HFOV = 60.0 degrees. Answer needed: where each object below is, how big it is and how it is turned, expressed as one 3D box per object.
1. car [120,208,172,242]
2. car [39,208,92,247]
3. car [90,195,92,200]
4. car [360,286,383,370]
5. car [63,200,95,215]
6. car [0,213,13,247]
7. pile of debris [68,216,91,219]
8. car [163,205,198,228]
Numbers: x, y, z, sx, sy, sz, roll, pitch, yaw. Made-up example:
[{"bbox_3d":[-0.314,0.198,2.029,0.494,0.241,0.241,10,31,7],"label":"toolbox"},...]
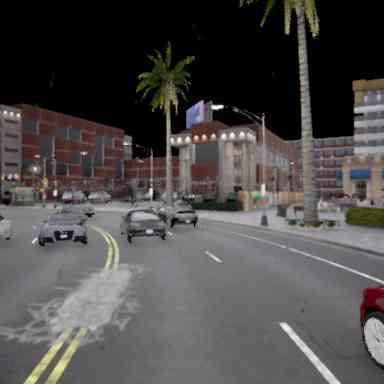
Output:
[{"bbox_3d":[-2.618,1.641,17.215,1.812,1.442,4.674,0,0,-18],"label":"car"},{"bbox_3d":[-6.030,1.682,15.830,1.994,1.385,4.181,0,0,-20],"label":"car"},{"bbox_3d":[-20.521,1.928,73.757,4.193,1.474,1.816,0,0,27],"label":"car"},{"bbox_3d":[3.358,1.484,2.708,1.882,1.535,5.008,0,0,-2],"label":"car"},{"bbox_3d":[-11.381,1.785,32.447,2.033,1.411,5.357,0,-1,-42],"label":"car"},{"bbox_3d":[-9.348,1.650,14.951,1.812,1.442,4.674,0,0,-20],"label":"car"},{"bbox_3d":[-10.796,2.408,31.842,1.500,0.140,1.860,0,0,-41],"label":"pile of debris"},{"bbox_3d":[-1.249,1.638,23.083,2.128,1.511,4.902,0,0,-24],"label":"car"}]
